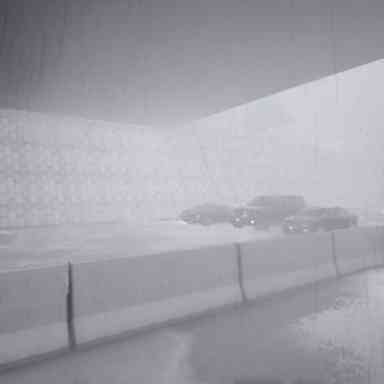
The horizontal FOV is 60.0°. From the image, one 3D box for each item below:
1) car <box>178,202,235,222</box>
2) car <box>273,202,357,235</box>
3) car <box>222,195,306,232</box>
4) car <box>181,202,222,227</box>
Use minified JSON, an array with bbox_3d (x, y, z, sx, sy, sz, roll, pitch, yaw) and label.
[{"bbox_3d":[1.212,1.529,26.333,4.181,1.385,1.994,0,0,-35],"label":"car"},{"bbox_3d":[6.723,1.472,17.369,4.892,1.490,1.837,0,0,-35],"label":"car"},{"bbox_3d":[4.819,1.189,20.310,5.566,2.045,2.150,0,0,-35],"label":"car"},{"bbox_3d":[1.696,1.570,22.384,4.718,1.301,1.895,0,0,-35],"label":"car"}]
